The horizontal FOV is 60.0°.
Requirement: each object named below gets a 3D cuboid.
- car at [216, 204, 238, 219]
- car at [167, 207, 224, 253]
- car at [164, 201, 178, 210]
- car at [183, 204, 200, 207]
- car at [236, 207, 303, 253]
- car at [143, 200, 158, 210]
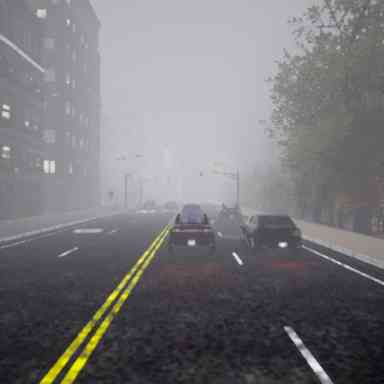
[{"bbox_3d":[3.238,1.772,29.297,2.128,1.511,4.902,0,0,0],"label":"car"},{"bbox_3d":[-0.004,1.628,14.300,2.128,1.511,4.902,0,0,0],"label":"car"},{"bbox_3d":[-3.286,2.075,52.444,1.994,1.385,4.181,0,-1,0],"label":"car"},{"bbox_3d":[-0.011,1.759,29.470,1.882,1.535,5.008,0,0,0],"label":"car"},{"bbox_3d":[3.247,1.643,14.304,1.837,1.490,4.892,0,0,0],"label":"car"},{"bbox_3d":[-6.534,2.003,52.438,2.128,1.511,4.902,0,-1,0],"label":"car"}]
